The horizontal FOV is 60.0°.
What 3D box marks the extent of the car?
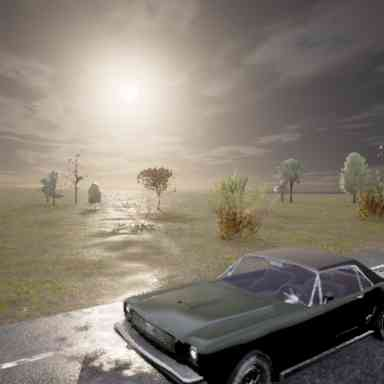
[{"bbox_3d":[1.343,1.601,4.939,4.718,1.301,1.895,0,0,-35],"label":"car"}]
